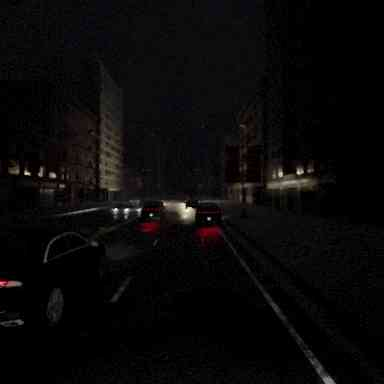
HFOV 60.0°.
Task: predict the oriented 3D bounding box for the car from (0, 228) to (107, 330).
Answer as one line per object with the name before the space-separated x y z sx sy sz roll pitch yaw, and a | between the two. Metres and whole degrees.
car | -3.149 1.495 6.865 2.128 1.511 4.902 0 0 0

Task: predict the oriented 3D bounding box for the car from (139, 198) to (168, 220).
car | -3.156 1.522 28.233 1.837 1.490 4.892 0 0 0

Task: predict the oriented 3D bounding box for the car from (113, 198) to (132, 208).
car | -9.846 1.560 47.589 1.812 1.442 4.674 0 0 0

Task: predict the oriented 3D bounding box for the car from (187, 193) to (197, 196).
car | -0.016 1.277 63.873 2.150 2.045 5.566 0 0 0

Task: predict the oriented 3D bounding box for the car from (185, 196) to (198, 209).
car | 0.006 1.581 45.503 2.033 1.411 5.357 0 0 0

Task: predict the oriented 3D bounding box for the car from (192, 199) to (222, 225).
car | 1.132 1.520 24.334 1.837 1.490 4.892 0 0 0
